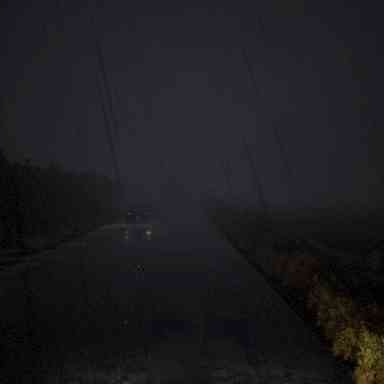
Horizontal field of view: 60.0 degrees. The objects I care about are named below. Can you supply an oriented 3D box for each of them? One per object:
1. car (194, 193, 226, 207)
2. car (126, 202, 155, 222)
[{"bbox_3d":[2.537,1.245,42.935,2.033,1.411,5.357,0,1,40],"label":"car"},{"bbox_3d":[-3.847,1.487,25.553,1.812,1.442,4.674,0,0,-2],"label":"car"}]
